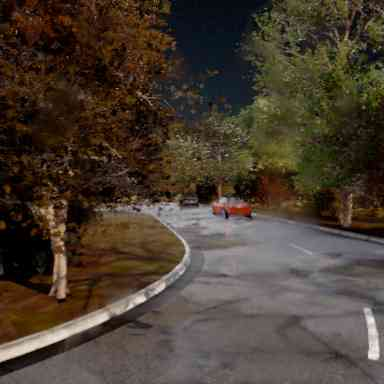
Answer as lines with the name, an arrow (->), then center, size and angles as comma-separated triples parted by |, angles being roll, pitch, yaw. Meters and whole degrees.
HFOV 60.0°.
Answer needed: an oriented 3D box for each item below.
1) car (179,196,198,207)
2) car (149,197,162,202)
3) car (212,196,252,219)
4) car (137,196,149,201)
car -> -0.481, 1.234, 43.197 | 1.994, 1.385, 4.181 | 1, 0, -12
car -> -8.509, 1.655, 80.618 | 1.837, 1.490, 4.892 | 1, -1, -14
car -> 3.043, 1.086, 26.506 | 2.097, 1.767, 4.553 | 1, 0, -12
car -> -13.159, 1.884, 91.407 | 2.033, 1.411, 5.357 | 2, -3, -45
